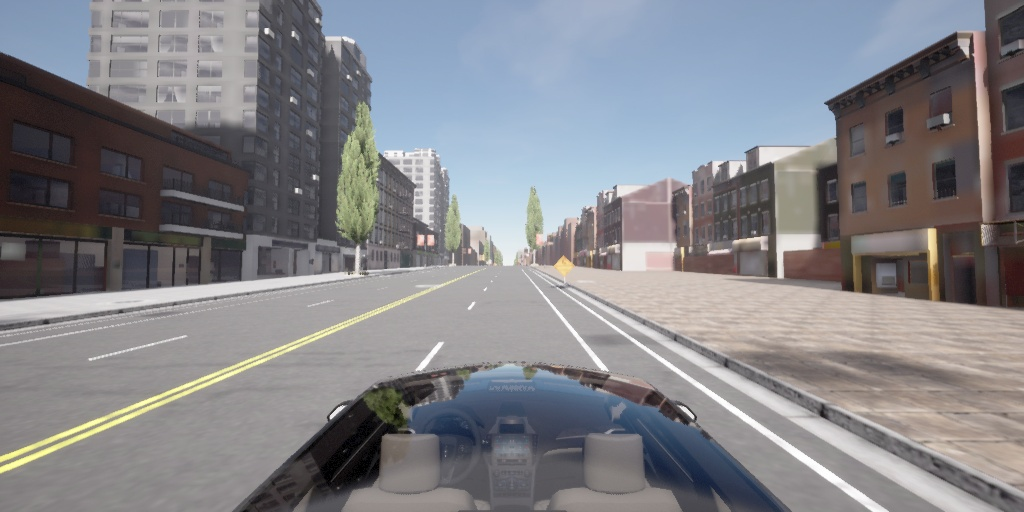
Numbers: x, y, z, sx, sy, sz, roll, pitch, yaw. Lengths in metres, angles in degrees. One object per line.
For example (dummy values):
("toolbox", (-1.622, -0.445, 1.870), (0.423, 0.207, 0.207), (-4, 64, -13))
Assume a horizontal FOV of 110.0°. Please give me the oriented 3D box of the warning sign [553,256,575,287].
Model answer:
("warning sign", (3.225, 0.899, 21.874), (1.300, 1.860, 1.060), (0, 0, 0))
